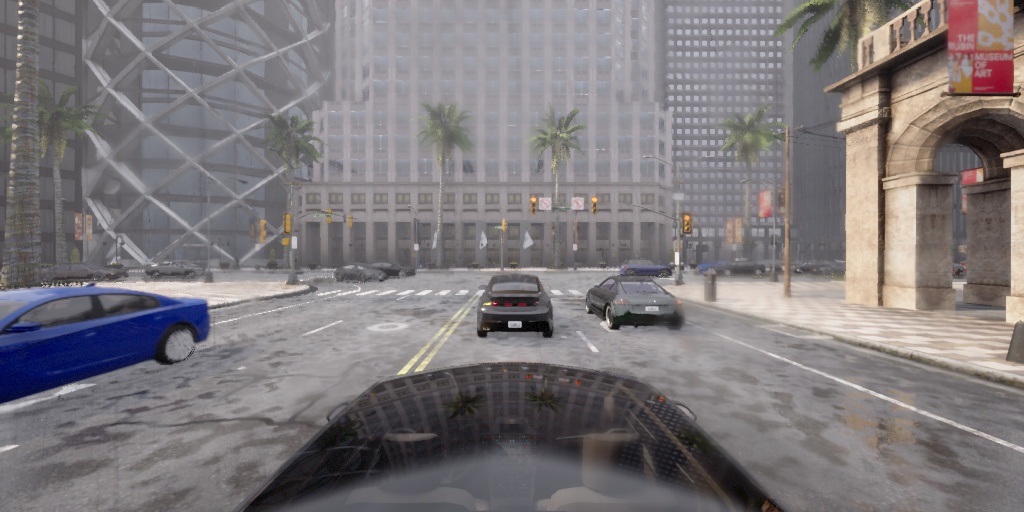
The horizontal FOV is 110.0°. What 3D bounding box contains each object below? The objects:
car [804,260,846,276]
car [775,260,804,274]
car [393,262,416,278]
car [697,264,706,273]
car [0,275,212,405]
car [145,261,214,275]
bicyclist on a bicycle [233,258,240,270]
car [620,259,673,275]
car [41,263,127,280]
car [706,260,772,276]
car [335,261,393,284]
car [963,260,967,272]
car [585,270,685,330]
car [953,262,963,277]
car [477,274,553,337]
[{"bbox_3d":[33.056,1.314,36.730,4.181,1.385,1.994,0,0,0],"label":"car"},{"bbox_3d":[33.022,1.241,40.228,4.902,1.511,2.128,0,0,0],"label":"car"},{"bbox_3d":[-11.460,1.227,33.144,5.008,1.535,1.882,0,0,0],"label":"car"},{"bbox_3d":[23.449,1.228,40.259,5.008,1.535,1.882,0,0,0],"label":"car"},{"bbox_3d":[-7.084,1.227,5.211,1.882,1.535,5.008,0,0,0],"label":"car"},{"bbox_3d":[-30.117,1.241,32.557,4.902,1.511,2.128,0,0,-8],"label":"car"},{"bbox_3d":[-35.744,1.050,46.596,0.582,1.620,1.656,0,0,-12],"label":"bicyclist on a bicycle"},{"bbox_3d":[12.326,1.102,33.091,4.553,1.767,2.097,0,0,0],"label":"car"},{"bbox_3d":[-34.155,1.297,28.331,5.357,1.411,2.033,0,0,-17],"label":"car"},{"bbox_3d":[23.188,1.228,36.759,5.008,1.535,1.882,0,0,0],"label":"car"},{"bbox_3d":[-11.470,1.276,27.139,4.674,1.442,1.812,0,-1,32],"label":"car"},{"bbox_3d":[43.022,1.242,36.681,4.902,1.511,2.128,0,0,0],"label":"car"},{"bbox_3d":[3.582,1.314,11.148,1.994,1.385,4.181,0,0,0],"label":"car"},{"bbox_3d":[37.783,1.351,33.012,4.718,1.301,1.895,0,0,0],"label":"car"},{"bbox_3d":[0.078,1.255,10.283,1.837,1.490,4.892,0,0,0],"label":"car"}]
